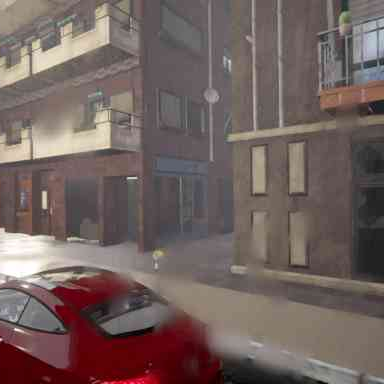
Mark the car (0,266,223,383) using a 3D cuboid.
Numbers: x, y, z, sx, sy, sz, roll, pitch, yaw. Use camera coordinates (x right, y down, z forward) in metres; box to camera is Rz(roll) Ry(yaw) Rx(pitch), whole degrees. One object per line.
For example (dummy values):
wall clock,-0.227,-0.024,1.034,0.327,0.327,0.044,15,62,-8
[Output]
car,-1.633,1.583,4.011,4.206,1.307,1.802,0,-1,35
